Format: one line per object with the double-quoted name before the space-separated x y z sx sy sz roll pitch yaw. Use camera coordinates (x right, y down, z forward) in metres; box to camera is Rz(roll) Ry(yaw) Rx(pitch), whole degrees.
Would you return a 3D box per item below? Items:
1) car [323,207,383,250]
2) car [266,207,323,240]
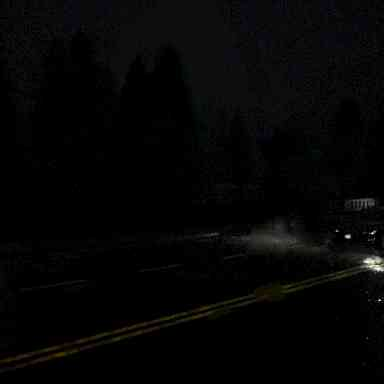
"car" 7.833 1.423 13.920 4.892 1.490 1.837 0 0 -36
"car" 5.669 1.482 16.675 4.181 1.385 1.994 0 0 -36
